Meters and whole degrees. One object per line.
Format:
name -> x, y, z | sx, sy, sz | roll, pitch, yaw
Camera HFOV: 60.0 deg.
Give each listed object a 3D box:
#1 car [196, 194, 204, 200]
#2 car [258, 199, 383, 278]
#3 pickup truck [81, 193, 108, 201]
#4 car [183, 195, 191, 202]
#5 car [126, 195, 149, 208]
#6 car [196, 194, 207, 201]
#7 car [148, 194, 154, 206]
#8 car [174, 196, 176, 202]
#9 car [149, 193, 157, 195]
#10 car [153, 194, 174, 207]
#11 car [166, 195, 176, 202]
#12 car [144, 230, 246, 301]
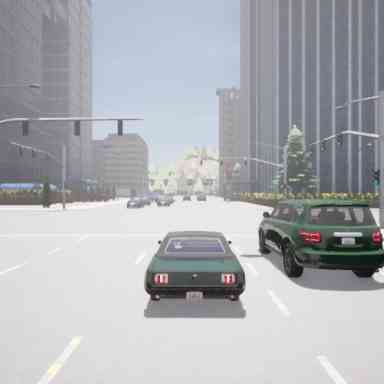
car -> 2.148, 1.351, 89.013 | 1.882, 1.535, 5.008 | 0, 0, -1
car -> 3.576, 1.217, 10.299 | 2.150, 2.045, 5.566 | 0, 0, 0
pickup truck -> -21.238, 1.029, 73.302 | 2.390, 2.098, 6.274 | 0, 0, 30
car -> -1.192, 1.469, 78.461 | 1.837, 1.490, 4.892 | 0, 0, -1
car -> -7.864, 1.473, 46.557 | 2.128, 1.511, 4.902 | 0, 0, 1
car -> 2.304, 1.317, 78.733 | 2.097, 1.767, 4.553 | 0, 0, -1
car -> -7.931, 1.542, 55.467 | 1.994, 1.385, 4.181 | 0, 0, -1
car -> -4.511, 1.466, 62.475 | 2.128, 1.511, 4.902 | 0, 0, 0
car -> -8.037, 1.193, 68.059 | 2.150, 2.045, 5.566 | 0, 0, 0
car -> -4.386, 1.470, 52.220 | 2.128, 1.511, 4.902 | 0, 0, -1
car -> -4.607, 1.449, 72.784 | 1.882, 1.535, 5.008 | 0, 0, -1
car -> 0.066, 1.597, 8.267 | 1.895, 1.301, 4.718 | 0, 0, 0
